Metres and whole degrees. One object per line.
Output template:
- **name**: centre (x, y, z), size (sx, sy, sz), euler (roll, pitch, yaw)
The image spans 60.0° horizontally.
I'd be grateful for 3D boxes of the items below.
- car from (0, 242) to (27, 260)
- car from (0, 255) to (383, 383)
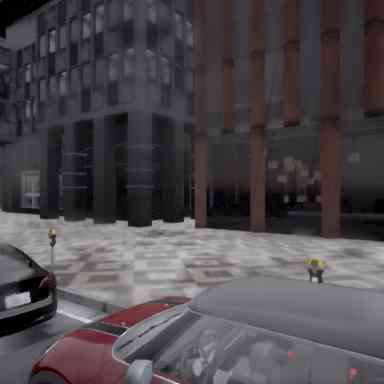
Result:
- **car**: centre (-4.149, 1.566, 5.922), size (4.313, 1.339, 1.947), euler (0, 0, 36)
- **car**: centre (0.473, 1.440, 2.625), size (4.097, 1.590, 1.967), euler (0, 0, 36)
